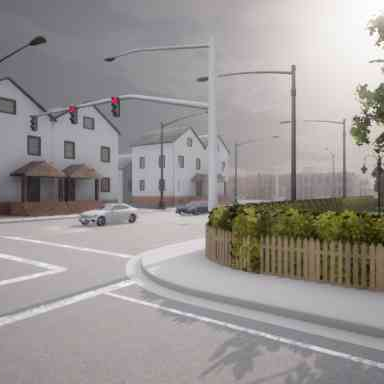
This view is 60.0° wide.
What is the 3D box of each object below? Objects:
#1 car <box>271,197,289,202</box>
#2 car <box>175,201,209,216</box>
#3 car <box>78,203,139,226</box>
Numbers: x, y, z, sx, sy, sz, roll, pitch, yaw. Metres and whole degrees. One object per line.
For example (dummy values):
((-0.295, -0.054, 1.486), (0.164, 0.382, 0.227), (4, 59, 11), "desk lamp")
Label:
((13.520, 1.492, 51.191), (2.128, 1.511, 4.902), (0, 0, 35), "car")
((0.579, 1.546, 32.607), (2.033, 1.411, 5.357), (0, 0, 35), "car")
((-5.729, 1.525, 23.473), (1.812, 1.442, 4.674), (0, 0, 35), "car")
